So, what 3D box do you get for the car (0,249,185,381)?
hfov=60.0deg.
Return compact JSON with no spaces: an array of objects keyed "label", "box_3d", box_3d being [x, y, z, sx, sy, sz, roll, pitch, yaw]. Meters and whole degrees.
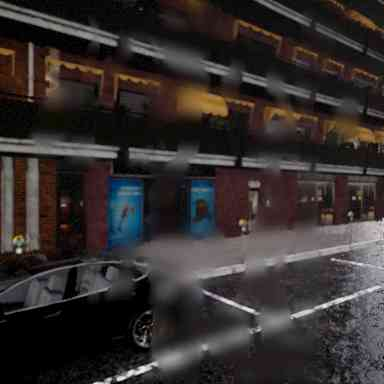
[{"label":"car","box_3d":[-2.097,1.562,4.599,4.313,1.339,1.947,0,1,-36]}]
